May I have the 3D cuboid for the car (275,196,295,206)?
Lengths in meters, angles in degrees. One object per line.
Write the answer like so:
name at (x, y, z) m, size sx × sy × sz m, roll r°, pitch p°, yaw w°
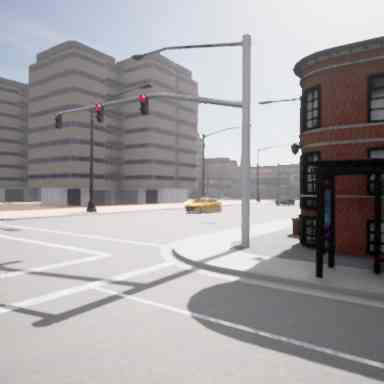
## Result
car at (14.757, 1.369, 52.690) m, size 1.837 × 1.490 × 4.892 m, roll 1°, pitch 0°, yaw 36°

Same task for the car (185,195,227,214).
car at (1.232, 1.338, 33.787) m, size 1.882 × 1.535 × 5.008 m, roll 1°, pitch 0°, yaw 35°
